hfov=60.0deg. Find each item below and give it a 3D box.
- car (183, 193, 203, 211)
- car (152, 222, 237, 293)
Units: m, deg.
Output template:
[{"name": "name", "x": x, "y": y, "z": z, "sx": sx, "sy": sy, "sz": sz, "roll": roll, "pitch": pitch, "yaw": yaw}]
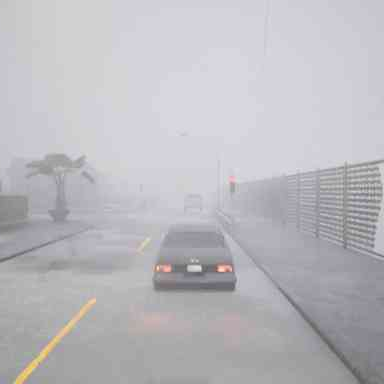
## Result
[{"name": "car", "x": 0.143, "y": 1.173, "z": 40.956, "sx": 2.150, "sy": 2.045, "sz": 5.566, "roll": 0, "pitch": 0, "yaw": 0}, {"name": "car", "x": 0.072, "y": 1.537, "z": 8.996, "sx": 2.033, "sy": 1.411, "sz": 5.357, "roll": 0, "pitch": 0, "yaw": 1}]
